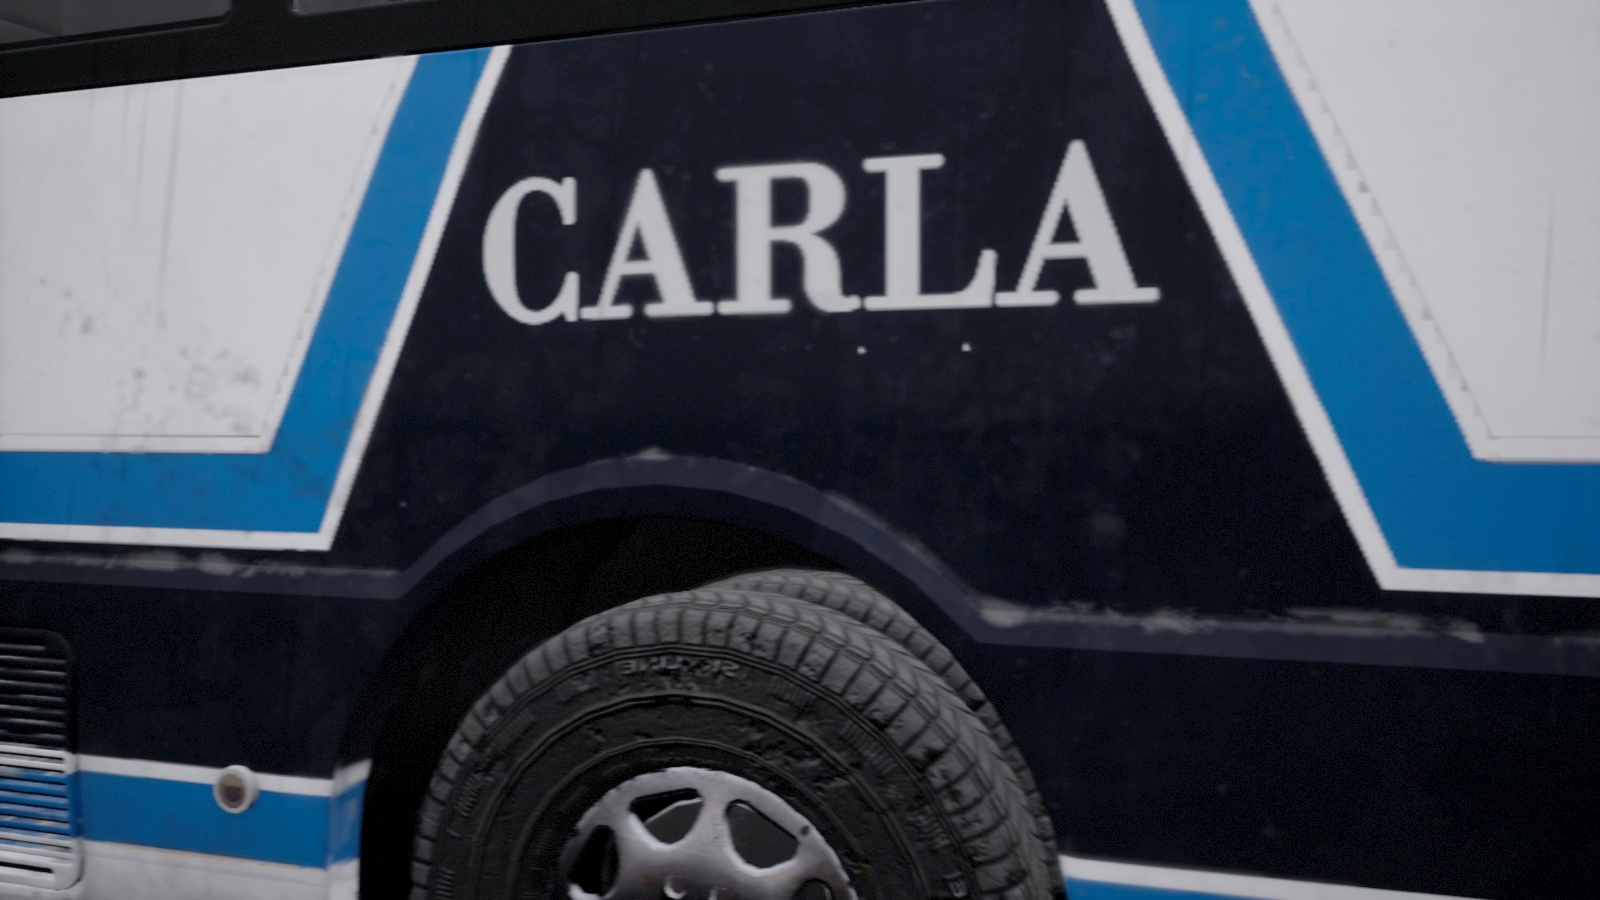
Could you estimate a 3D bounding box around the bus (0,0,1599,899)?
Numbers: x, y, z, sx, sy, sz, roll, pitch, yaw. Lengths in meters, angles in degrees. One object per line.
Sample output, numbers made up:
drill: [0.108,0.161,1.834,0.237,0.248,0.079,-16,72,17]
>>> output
bus: [-2.328,-0.631,4.493,10.273,4.253,3.944,1,1,18]
